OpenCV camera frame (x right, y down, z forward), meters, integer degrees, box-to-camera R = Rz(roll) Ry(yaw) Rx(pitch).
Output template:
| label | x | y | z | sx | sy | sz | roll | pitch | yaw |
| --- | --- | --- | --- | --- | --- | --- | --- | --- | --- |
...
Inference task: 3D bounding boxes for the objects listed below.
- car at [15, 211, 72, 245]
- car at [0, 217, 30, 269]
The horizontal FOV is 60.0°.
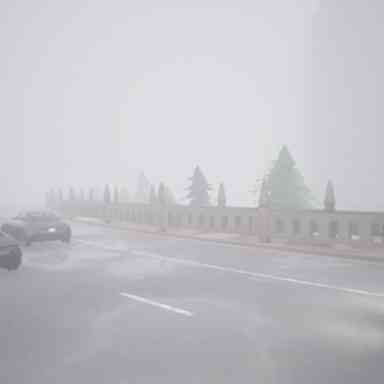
| label | x | y | z | sx | sy | sz | roll | pitch | yaw |
| --- | --- | --- | --- | --- | --- | --- | --- | --- | --- |
| car | -7.309 | 1.583 | 15.498 | 1.994 | 1.385 | 4.181 | 0 | 0 | -44 |
| car | -6.866 | 1.572 | 10.148 | 4.181 | 1.385 | 1.994 | 0 | 0 | 43 |
